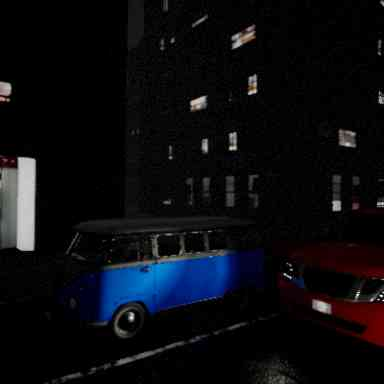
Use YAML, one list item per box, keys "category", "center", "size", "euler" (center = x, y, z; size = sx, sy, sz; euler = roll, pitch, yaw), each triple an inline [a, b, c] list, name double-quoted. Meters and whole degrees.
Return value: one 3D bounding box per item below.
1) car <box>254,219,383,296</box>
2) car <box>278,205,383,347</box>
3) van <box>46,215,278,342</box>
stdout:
- category: "car"
  center: [4.051, 1.624, 9.441]
  size: [4.507, 1.381, 1.887]
  euler: [1, 0, -35]
- category: "car"
  center: [4.075, 1.284, 6.286]
  size: [5.566, 2.045, 2.150]
  euler: [1, 0, -35]
- category: "van"
  center: [-0.443, 1.370, 6.233]
  size: [3.998, 1.788, 1.690]
  euler: [1, 0, -35]
